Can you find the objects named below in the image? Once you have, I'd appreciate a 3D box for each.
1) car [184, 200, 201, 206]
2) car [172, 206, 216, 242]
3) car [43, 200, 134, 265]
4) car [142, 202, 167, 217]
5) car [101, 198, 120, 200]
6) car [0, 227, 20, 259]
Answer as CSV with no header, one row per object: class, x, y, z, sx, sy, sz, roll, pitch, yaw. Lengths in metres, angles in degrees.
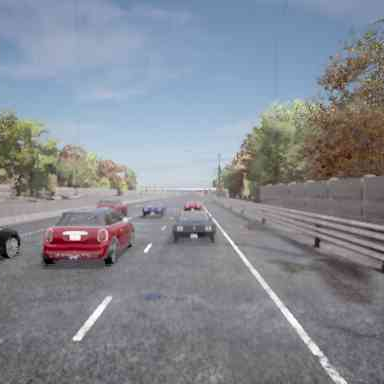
car,0.091,1.578,37.469,1.895,1.301,4.718,0,0,0
car,0.096,1.582,16.345,1.895,1.301,4.718,0,0,0
car,-3.403,1.337,11.814,2.097,1.767,4.553,0,0,0
car,-3.406,1.579,31.129,1.895,1.301,4.718,0,0,0
car,-6.910,1.331,28.698,2.097,1.767,4.553,0,0,0
car,-6.905,1.479,9.677,2.128,1.511,4.902,0,0,0
